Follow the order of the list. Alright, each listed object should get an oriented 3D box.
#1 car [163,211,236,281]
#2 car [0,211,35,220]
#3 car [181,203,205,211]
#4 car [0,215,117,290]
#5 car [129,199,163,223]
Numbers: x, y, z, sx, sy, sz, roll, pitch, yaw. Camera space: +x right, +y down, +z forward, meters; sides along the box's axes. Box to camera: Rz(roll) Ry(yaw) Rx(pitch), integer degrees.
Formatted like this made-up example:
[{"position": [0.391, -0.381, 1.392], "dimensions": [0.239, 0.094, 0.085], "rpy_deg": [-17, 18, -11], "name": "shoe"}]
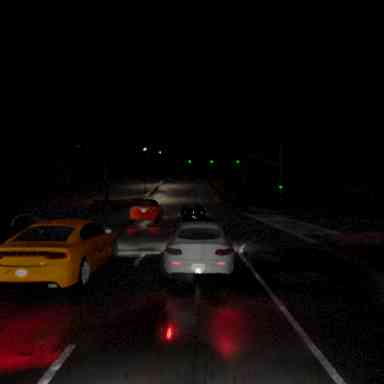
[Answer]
[{"position": [0.261, 1.524, 9.801], "dimensions": [1.812, 1.442, 4.674], "rpy_deg": [0, 0, 3], "name": "car"}, {"position": [-6.900, 1.490, 12.799], "dimensions": [2.128, 1.511, 4.902], "rpy_deg": [0, 0, 0], "name": "car"}, {"position": [0.099, 1.596, 27.453], "dimensions": [1.895, 1.301, 4.718], "rpy_deg": [0, 0, 0], "name": "car"}, {"position": [-3.401, 1.476, 9.115], "dimensions": [1.882, 1.535, 5.008], "rpy_deg": [0, 0, 0], "name": "car"}, {"position": [-3.401, 1.347, 25.535], "dimensions": [2.097, 1.767, 4.553], "rpy_deg": [0, 0, 0], "name": "car"}]
